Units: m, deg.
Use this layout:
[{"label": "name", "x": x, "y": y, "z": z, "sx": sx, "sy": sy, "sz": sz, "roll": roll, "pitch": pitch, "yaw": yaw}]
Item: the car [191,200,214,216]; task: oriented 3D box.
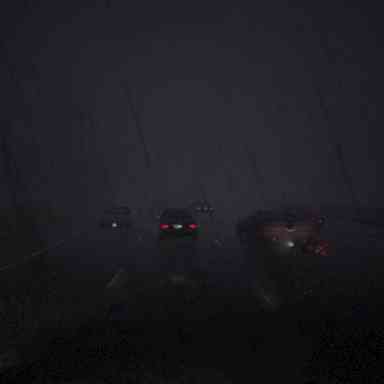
[{"label": "car", "x": 0.791, "y": 1.539, "z": 32.780, "sx": 2.033, "sy": 1.411, "sz": 5.357, "roll": 0, "pitch": 0, "yaw": -9}]

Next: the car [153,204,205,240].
[{"label": "car", "x": -0.773, "y": 1.544, "z": 16.947, "sx": 2.033, "sy": 1.411, "sz": 5.357, "roll": 0, "pitch": 0, "yaw": -5}]

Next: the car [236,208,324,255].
[{"label": "car", "x": 3.020, "y": 1.485, "z": 13.235, "sx": 2.128, "sy": 1.511, "sz": 4.902, "roll": 0, "pitch": 0, "yaw": -4}]

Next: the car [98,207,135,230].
[{"label": "car", "x": -4.717, "y": 1.601, "z": 21.385, "sx": 1.895, "sy": 1.301, "sz": 4.718, "roll": 0, "pitch": 0, "yaw": -6}]

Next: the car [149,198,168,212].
[{"label": "car", "x": -4.008, "y": 1.473, "z": 39.459, "sx": 1.882, "sy": 1.535, "sz": 5.008, "roll": 0, "pitch": 0, "yaw": -11}]

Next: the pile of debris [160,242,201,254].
[{"label": "pile of debris", "x": -0.476, "y": 2.173, "z": 12.977, "sx": 1.500, "sy": 0.140, "sz": 1.860, "roll": 0, "pitch": 0, "yaw": -4}]
